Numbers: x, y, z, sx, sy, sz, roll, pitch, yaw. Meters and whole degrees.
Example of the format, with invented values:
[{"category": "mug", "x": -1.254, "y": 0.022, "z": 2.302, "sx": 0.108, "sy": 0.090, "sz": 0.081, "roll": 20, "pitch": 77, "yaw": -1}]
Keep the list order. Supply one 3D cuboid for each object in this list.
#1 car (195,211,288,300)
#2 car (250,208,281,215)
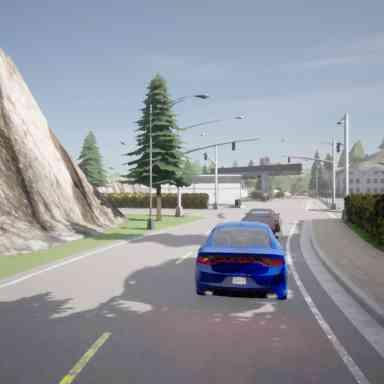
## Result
[{"category": "car", "x": 1.304, "y": 1.478, "z": 8.553, "sx": 1.882, "sy": 1.535, "sz": 5.008, "roll": 0, "pitch": 0, "yaw": 10}, {"category": "car", "x": 3.720, "y": 1.564, "z": 17.739, "sx": 1.994, "sy": 1.385, "sz": 4.181, "roll": 0, "pitch": 0, "yaw": 17}]
